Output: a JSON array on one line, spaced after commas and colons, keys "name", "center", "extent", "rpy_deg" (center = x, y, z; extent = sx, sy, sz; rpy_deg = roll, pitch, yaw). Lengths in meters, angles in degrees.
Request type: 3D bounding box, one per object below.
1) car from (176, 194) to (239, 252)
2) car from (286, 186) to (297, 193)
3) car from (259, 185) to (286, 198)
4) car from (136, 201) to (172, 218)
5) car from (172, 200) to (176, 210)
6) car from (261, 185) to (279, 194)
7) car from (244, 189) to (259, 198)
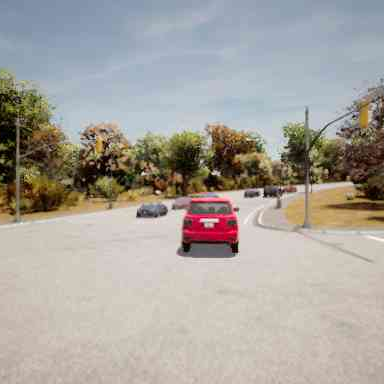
[{"name": "car", "center": [0.862, 1.263, 14.384], "extent": [2.150, 2.045, 5.566], "rpy_deg": [0, 0, 5]}, {"name": "car", "center": [19.572, -0.562, 66.908], "extent": [1.812, 1.442, 4.674], "rpy_deg": [0, 3, 35]}, {"name": "car", "center": [14.070, -0.156, 57.868], "extent": [2.150, 2.045, 5.566], "rpy_deg": [0, 4, 30]}, {"name": "car", "center": [-3.626, 1.577, 30.871], "extent": [1.994, 1.385, 4.181], "rpy_deg": [0, 1, 13]}, {"name": "car", "center": [-0.980, 1.305, 40.530], "extent": [1.812, 1.442, 4.674], "rpy_deg": [0, 2, 18]}, {"name": "car", "center": [15.923, -0.537, 67.741], "extent": [1.812, 1.442, 4.674], "rpy_deg": [0, 3, 35]}, {"name": "car", "center": [10.692, 0.154, 58.977], "extent": [2.128, 1.511, 4.902], "rpy_deg": [0, 3, 30]}]
